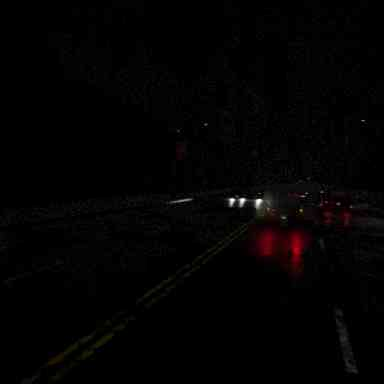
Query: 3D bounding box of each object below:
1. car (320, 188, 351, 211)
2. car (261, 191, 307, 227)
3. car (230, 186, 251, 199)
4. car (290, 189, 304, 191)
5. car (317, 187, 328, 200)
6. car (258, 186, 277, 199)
[{"bbox_3d":[11.765,0.652,27.122,1.812,1.442,4.674,2,2,19],"label":"car"},{"bbox_3d":[4.989,0.908,17.461,1.812,1.442,4.674,2,2,19],"label":"car"},{"bbox_3d":[6.114,0.022,41.142,2.033,1.411,5.357,2,2,19],"label":"car"},{"bbox_3d":[10.999,0.359,34.791,2.033,1.411,5.357,2,2,19],"label":"car"},{"bbox_3d":[16.529,0.178,40.878,2.128,1.511,4.902,2,2,19],"label":"car"},{"bbox_3d":[9.268,0.044,40.305,1.882,1.535,5.008,2,2,19],"label":"car"}]
